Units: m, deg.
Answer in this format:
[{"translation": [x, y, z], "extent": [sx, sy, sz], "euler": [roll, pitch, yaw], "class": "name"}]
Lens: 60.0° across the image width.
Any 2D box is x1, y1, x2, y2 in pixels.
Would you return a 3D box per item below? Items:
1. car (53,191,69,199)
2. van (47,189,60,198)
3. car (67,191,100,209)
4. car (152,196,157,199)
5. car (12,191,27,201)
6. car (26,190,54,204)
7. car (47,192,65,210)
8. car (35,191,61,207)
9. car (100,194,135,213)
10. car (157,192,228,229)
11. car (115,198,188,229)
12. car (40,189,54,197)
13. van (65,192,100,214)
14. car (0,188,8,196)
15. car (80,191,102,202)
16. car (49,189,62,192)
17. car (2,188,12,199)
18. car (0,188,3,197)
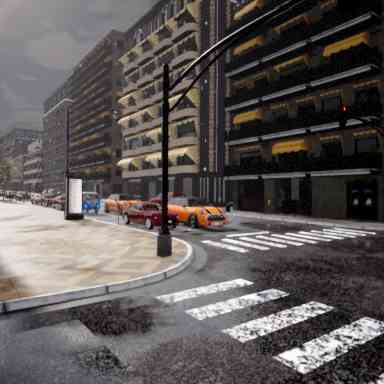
[{"translation": [-25.790, 0.528, 65.255], "extent": [1.752, 1.417, 4.829], "euler": [2, 0, -36], "class": "car"}, {"translation": [-29.018, 0.259, 69.688], "extent": [1.690, 1.788, 3.998], "euler": [2, 0, -36], "class": "van"}, {"translation": [-11.982, 0.785, 36.493], "extent": [2.097, 1.767, 4.553], "euler": [1, 1, -36], "class": "car"}, {"translation": [-2.351, 0.935, 33.126], "extent": [2.192, 1.841, 5.009], "euler": [2, 0, -36], "class": "car"}, {"translation": [-25.786, 0.541, 51.033], "extent": [1.967, 1.590, 4.097], "euler": [2, 0, -36], "class": "car"}, {"translation": [-19.023, 0.804, 41.755], "extent": [1.752, 1.417, 4.829], "euler": [2, 0, -36], "class": "car"}, {"translation": [-12.457, 0.996, 32.752], "extent": [1.887, 1.381, 4.507], "euler": [2, 0, -36], "class": "car"}, {"translation": [-15.790, 0.909, 37.322], "extent": [1.887, 1.381, 4.507], "euler": [2, 0, -36], "class": "car"}, {"translation": [-5.601, 0.954, 27.739], "extent": [2.097, 1.767, 4.553], "euler": [1, 0, -36], "class": "car"}, {"translation": [0.086, 1.105, 19.891], "extent": [2.097, 1.767, 4.553], "euler": [1, 0, -35], "class": "car"}, {"translation": [-2.457, 1.260, 19.041], "extent": [1.887, 1.381, 4.507], "euler": [2, 0, -36], "class": "car"}, {"translation": [-32.354, 0.271, 74.258], "extent": [1.967, 1.590, 4.097], "euler": [2, 0, -36], "class": "car"}, {"translation": [-9.117, 0.881, 28.181], "extent": [1.690, 1.788, 3.998], "euler": [2, 0, -36], "class": "van"}, {"translation": [-42.449, -0.023, 73.884], "extent": [2.192, 1.841, 5.009], "euler": [2, 0, -36], "class": "car"}, {"translation": [-15.687, 0.709, 51.407], "extent": [1.967, 1.590, 4.097], "euler": [2, 0, -36], "class": "car"}, {"translation": [-25.130, 0.598, 59.961], "extent": [2.033, 1.411, 5.357], "euler": [1, 0, -38], "class": "car"}, {"translation": [-32.456, 0.470, 60.173], "extent": [1.887, 1.381, 4.507], "euler": [2, 0, -36], "class": "car"}, {"translation": [-39.123, 0.301, 69.313], "extent": [2.008, 1.369, 4.403], "euler": [2, 0, -36], "class": "car"}]
